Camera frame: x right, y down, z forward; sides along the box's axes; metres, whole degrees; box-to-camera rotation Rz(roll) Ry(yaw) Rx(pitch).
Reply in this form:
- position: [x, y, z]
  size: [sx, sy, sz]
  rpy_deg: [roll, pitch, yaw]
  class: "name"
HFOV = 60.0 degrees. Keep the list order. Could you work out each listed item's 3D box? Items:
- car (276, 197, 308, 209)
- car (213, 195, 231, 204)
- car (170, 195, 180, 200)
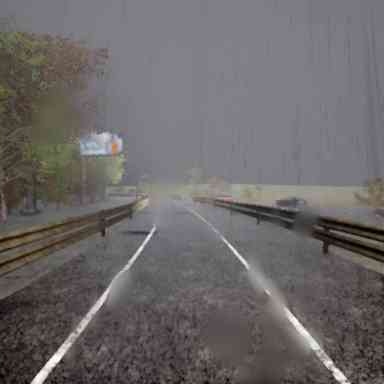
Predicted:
- position: [12.763, 1.337, 42.878]
  size: [2.128, 1.511, 4.902]
  rpy_deg: [0, 0, -20]
  class: "car"
- position: [5.620, 1.256, 62.547]
  size: [2.097, 1.767, 4.553]
  rpy_deg: [0, 0, -20]
  class: "car"
- position: [-4.652, 1.462, 90.843]
  size: [1.882, 1.535, 5.008]
  rpy_deg: [0, 0, -20]
  class: "car"
